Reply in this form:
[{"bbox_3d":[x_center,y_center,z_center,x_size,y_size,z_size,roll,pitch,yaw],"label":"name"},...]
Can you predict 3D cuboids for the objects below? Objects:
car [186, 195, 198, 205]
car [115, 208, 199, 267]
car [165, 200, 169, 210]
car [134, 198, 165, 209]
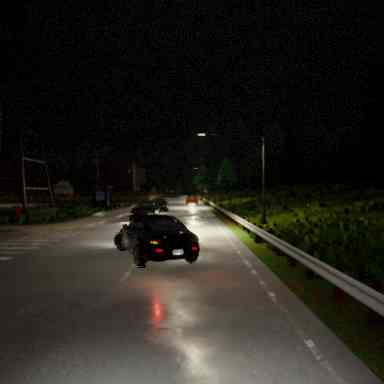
[{"bbox_3d":[-0.007,1.242,57.499,2.097,1.767,4.553,0,0,0],"label":"car"},{"bbox_3d":[-1.296,1.504,11.361,1.812,1.442,4.674,0,0,-23],"label":"car"},{"bbox_3d":[-3.622,1.455,36.884,1.812,1.442,4.674,0,0,0],"label":"car"},{"bbox_3d":[-3.667,1.496,26.767,2.033,1.411,5.357,0,0,1],"label":"car"}]
